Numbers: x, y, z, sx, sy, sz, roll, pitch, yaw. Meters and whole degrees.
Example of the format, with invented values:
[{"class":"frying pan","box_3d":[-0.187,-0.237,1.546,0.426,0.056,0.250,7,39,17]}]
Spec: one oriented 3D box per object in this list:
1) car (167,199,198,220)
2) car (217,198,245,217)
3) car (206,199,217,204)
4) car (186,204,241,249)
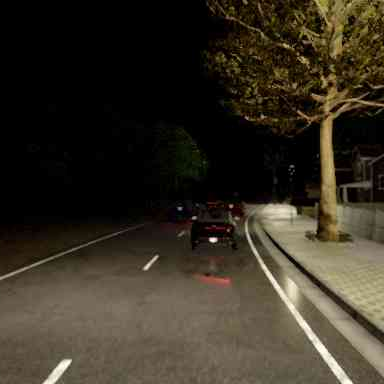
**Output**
[{"class":"car","box_3d":[-0.550,1.364,27.962,2.097,1.767,4.553,0,0,11]},{"class":"car","box_3d":[4.037,1.405,32.521,2.097,1.767,4.553,0,0,12]},{"class":"car","box_3d":[3.010,1.640,43.669,2.128,1.511,4.902,0,0,15]},{"class":"car","box_3d":[1.020,1.507,14.632,1.837,1.490,4.892,0,0,6]}]
